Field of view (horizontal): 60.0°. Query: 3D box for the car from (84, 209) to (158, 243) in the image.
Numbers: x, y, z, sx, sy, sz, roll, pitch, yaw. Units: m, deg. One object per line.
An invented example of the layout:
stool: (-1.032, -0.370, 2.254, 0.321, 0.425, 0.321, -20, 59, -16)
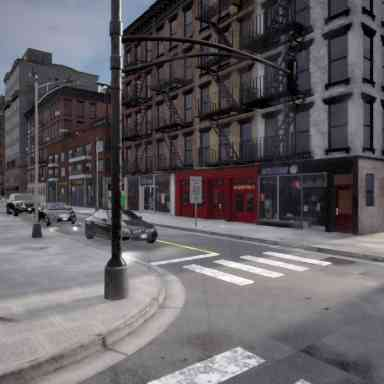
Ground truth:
car: (-3.408, 1.508, 15.225, 1.812, 1.442, 4.674, 0, 0, -39)

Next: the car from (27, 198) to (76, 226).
car: (-9.676, 1.457, 23.342, 2.128, 1.511, 4.902, 0, 0, -38)

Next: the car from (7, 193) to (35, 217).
car: (-16.029, 1.168, 31.607, 2.150, 2.045, 5.566, 0, 0, -37)
